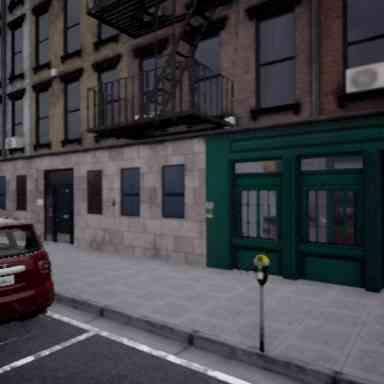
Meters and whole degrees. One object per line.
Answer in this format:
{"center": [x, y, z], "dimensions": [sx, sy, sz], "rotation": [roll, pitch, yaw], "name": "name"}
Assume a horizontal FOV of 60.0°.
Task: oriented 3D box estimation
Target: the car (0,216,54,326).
{"center": [-4.575, 1.352, 6.071], "dimensions": [5.009, 1.841, 2.192], "rotation": [0, 0, 35], "name": "car"}
